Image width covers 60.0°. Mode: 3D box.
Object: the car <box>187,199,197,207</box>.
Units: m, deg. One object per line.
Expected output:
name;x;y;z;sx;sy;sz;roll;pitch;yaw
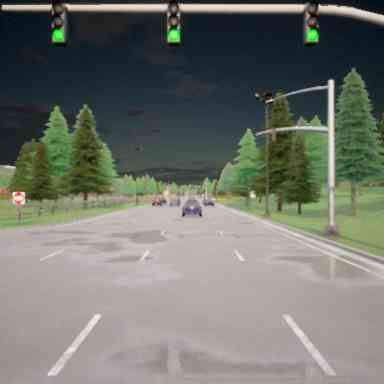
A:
car;-0.007;2.186;66.894;1.994;1.385;4.181;0;-1;0

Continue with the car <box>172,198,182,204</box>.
car;-3.508;2.089;76.931;2.033;1.411;5.357;0;-1;0

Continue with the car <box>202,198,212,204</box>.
car;3.492;2.089;76.932;2.033;1.411;5.357;0;-1;0

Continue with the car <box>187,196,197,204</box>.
car;-0.008;1.904;76.903;2.097;1.767;4.553;0;-1;0

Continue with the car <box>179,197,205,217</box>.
car;-0.004;1.687;35.871;2.097;1.767;4.553;0;-1;0

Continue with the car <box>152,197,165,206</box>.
car;-7.007;2.148;66.927;1.812;1.442;4.674;0;-1;0

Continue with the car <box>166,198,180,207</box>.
car;-3.507;2.167;66.510;2.033;1.411;5.357;0;-1;0

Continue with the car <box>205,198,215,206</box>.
car;3.493;2.225;66.957;1.895;1.301;4.718;0;-1;0
